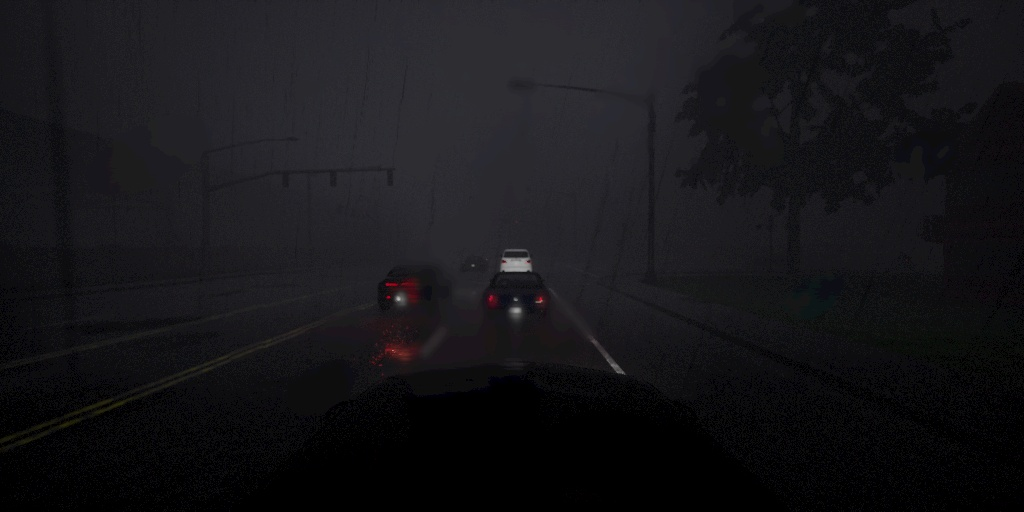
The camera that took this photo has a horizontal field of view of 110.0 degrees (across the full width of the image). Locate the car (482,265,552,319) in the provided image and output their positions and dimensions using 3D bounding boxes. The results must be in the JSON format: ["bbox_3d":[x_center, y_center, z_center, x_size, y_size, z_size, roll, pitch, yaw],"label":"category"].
[{"bbox_3d":[0.173,1.140,11.747,1.895,1.301,4.718,0,1,1],"label":"car"}]

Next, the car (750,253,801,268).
[{"bbox_3d":[28.620,0.469,39.033,4.902,1.511,2.128,0,1,-1],"label":"car"}]

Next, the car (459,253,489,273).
[{"bbox_3d":[-3.118,0.696,30.953,1.994,1.385,4.181,0,1,1],"label":"car"}]

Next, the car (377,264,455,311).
[{"bbox_3d":[-3.307,1.012,13.077,1.837,1.490,4.892,0,1,0],"label":"car"}]

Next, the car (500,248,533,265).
[{"bbox_3d":[0.303,0.473,25.550,2.150,2.045,5.566,0,2,1],"label":"car"}]

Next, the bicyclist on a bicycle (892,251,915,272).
[{"bbox_3d":[31.240,0.422,28.603,0.582,1.620,1.656,0,1,-1],"label":"bicyclist on a bicycle"}]
